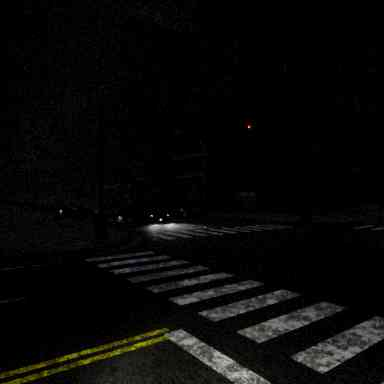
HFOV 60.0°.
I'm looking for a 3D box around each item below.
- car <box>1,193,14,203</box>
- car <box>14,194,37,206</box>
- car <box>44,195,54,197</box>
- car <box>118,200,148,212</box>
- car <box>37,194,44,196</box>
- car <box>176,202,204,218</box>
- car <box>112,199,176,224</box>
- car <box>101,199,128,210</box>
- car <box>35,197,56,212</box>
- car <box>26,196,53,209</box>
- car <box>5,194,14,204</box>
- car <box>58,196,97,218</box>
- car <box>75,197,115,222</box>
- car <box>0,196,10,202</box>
[{"bbox_3d":[-39.153,1.558,70.597,1.887,1.381,4.507,0,0,-35],"label":"car"},{"bbox_3d":[-26.373,1.432,52.637,1.967,1.590,4.097,0,0,-35],"label":"car"},{"bbox_3d":[-29.419,1.480,70.760,1.967,1.590,4.097,0,0,-35],"label":"car"},{"bbox_3d":[-7.054,1.595,39.330,1.802,1.307,4.206,0,0,-35],"label":"car"},{"bbox_3d":[-35.810,1.491,79.741,1.967,1.590,4.097,0,0,-35],"label":"car"},{"bbox_3d":[-0.663,1.581,30.349,1.947,1.339,4.313,0,0,-35],"label":"car"},{"bbox_3d":[-3.765,1.541,25.212,2.033,1.411,5.357,0,0,-37],"label":"car"},{"bbox_3d":[-10.249,1.580,43.820,1.947,1.339,4.313,0,0,-35],"label":"car"},{"bbox_3d":[-16.787,1.564,39.167,1.802,1.307,4.206,0,0,-35],"label":"car"},{"bbox_3d":[-19.982,1.535,43.657,2.008,1.369,4.403,0,0,-35],"label":"car"},{"bbox_3d":[-32.763,1.553,61.617,2.008,1.369,4.403,0,0,-35],"label":"car"},{"bbox_3d":[-10.397,1.422,30.187,1.967,1.590,4.097,0,0,-35],"label":"car"},{"bbox_3d":[-7.202,1.423,25.697,1.967,1.590,4.097,0,0,-35],"label":"car"},{"bbox_3d":[-42.349,1.601,75.087,1.802,1.307,4.206,0,0,-35],"label":"car"}]
